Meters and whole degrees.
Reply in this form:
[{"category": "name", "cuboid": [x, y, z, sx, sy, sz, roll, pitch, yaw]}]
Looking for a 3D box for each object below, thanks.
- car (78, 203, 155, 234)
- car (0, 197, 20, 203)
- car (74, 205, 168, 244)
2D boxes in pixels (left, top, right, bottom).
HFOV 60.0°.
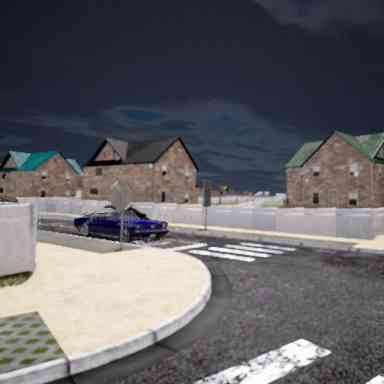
[{"category": "car", "cuboid": [-4.546, 1.479, 19.628, 4.674, 1.442, 1.812, 1, -2, 37]}, {"category": "car", "cuboid": [-12.464, 1.099, 22.098, 4.553, 1.767, 2.097, 1, -2, 37]}, {"category": "car", "cuboid": [-3.269, 1.457, 14.997, 4.718, 1.301, 1.895, 1, -2, 40]}]
